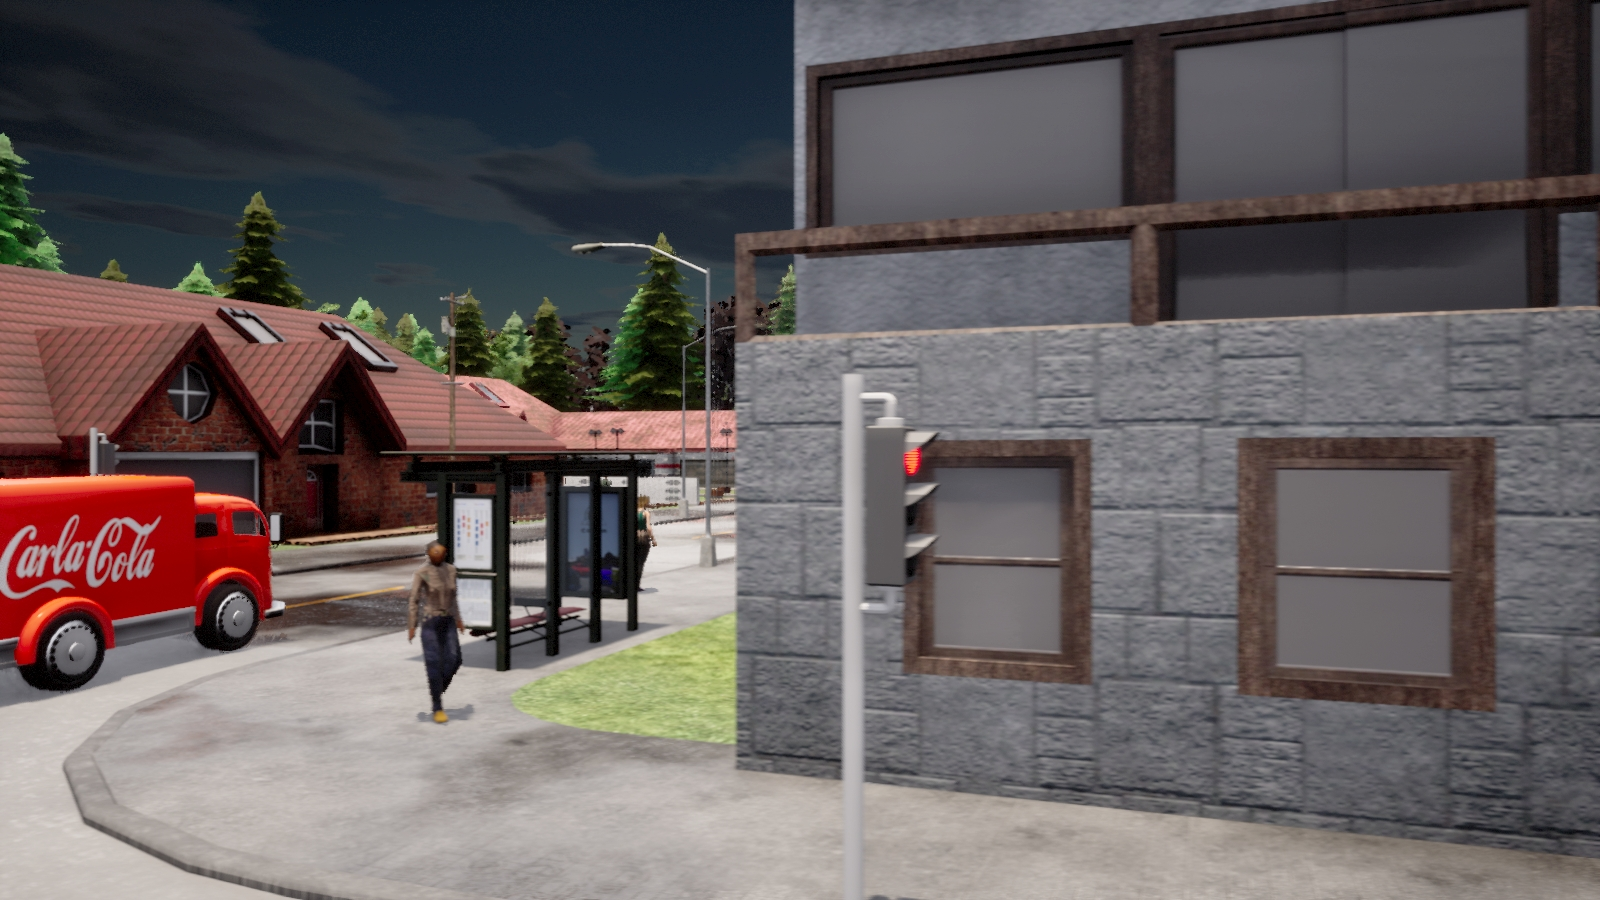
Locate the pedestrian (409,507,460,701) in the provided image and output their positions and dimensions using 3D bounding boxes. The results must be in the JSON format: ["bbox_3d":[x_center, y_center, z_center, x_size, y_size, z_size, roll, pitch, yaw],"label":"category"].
[{"bbox_3d":[-3.655,1.516,11.414,0.375,1.860,0.375,0,0,-38],"label":"pedestrian"}]

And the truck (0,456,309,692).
[{"bbox_3d":[-9.259,1.353,14.753,2.627,2.467,5.204,0,0,16],"label":"truck"}]

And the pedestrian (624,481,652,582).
[{"bbox_3d":[-3.042,1.516,21.438,0.375,1.860,0.375,0,0,25],"label":"pedestrian"}]
